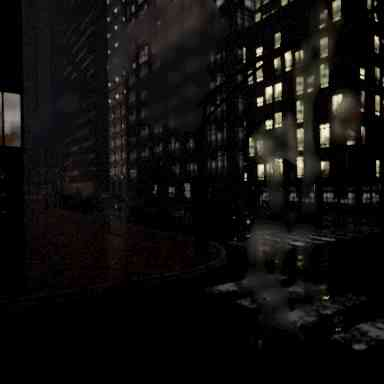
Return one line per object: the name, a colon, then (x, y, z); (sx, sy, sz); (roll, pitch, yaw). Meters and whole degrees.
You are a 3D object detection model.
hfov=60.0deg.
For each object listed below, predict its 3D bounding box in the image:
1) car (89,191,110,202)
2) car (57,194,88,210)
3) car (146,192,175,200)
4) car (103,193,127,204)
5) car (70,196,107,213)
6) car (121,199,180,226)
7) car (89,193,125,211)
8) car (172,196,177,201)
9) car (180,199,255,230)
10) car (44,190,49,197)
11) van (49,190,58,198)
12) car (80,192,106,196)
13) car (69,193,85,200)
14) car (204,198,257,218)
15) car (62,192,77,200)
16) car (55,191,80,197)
car: (-15.906, 0.789, 56.820); (2.097, 1.767, 4.553); (-1, 1, -35)
car: (-13.673, 1.285, 38.105); (2.008, 1.369, 4.403); (-1, 1, -35)
car: (-3.596, 0.957, 38.252); (2.192, 1.841, 5.009); (-1, 1, -35)
car: (-11.919, 1.002, 51.104); (1.837, 1.490, 4.892); (-1, 1, -35)
car: (-10.467, 1.350, 33.462); (1.947, 1.339, 4.313); (-1, 1, -35)
car: (-2.831, 1.451, 22.445); (2.008, 1.369, 4.403); (-1, 1, -35)
car: (-9.133, 1.219, 36.082); (2.128, 1.511, 4.902); (-1, 1, -35)
car: (0.868, 1.333, 27.285); (2.033, 1.411, 5.357); (-1, 1, -35)
car: (1.690, 1.384, 20.454); (2.128, 1.511, 4.902); (-1, 1, -36)
car: (-35.636, 0.681, 84.683); (2.008, 1.369, 4.403); (-1, 1, -35)
van: (-32.432, 0.524, 80.038); (1.690, 1.788, 3.998); (-1, 1, -35)
car: (-14.951, 1.049, 50.068); (1.837, 1.490, 4.892); (-1, 2, -34)
car: (-22.820, 0.882, 66.112); (1.887, 1.381, 4.507); (-1, 1, -35)
car: (3.160, 1.272, 28.399); (1.752, 1.417, 4.829); (-1, 1, -35)
car: (-26.024, 0.726, 70.754); (1.967, 1.590, 4.097); (-1, 1, -35)
car: (-18.891, 1.072, 50.388); (1.837, 1.490, 4.892); (-1, 1, -35)
